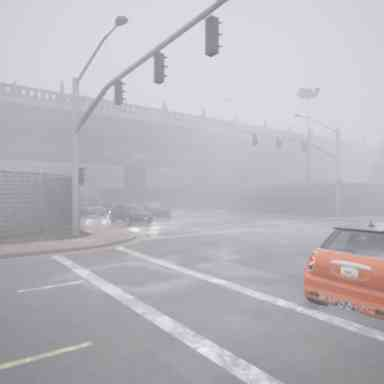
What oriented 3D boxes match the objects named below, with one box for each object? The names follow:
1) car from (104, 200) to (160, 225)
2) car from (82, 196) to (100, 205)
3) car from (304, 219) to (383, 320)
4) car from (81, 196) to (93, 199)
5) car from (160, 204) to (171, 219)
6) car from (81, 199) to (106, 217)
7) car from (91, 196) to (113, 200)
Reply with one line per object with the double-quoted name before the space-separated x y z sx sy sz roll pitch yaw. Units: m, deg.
"car" -4.581 1.577 24.741 1.837 1.490 4.892 0 0 -36
"car" -19.454 1.567 63.849 1.882 1.535 5.008 0 0 -36
"car" 4.411 1.392 6.895 4.553 1.767 2.097 0 0 -35
"car" -15.325 1.570 45.786 2.128 1.511 4.902 0 0 -35
"car" -3.704 1.555 29.528 1.882 1.535 5.008 0 0 -36
"car" -9.971 1.673 32.267 1.895 1.301 4.718 0 0 -36
"car" -9.279 1.555 37.314 1.882 1.535 5.008 0 0 -36
